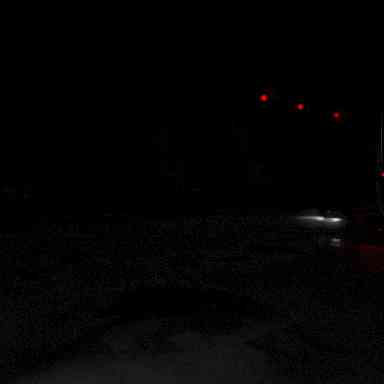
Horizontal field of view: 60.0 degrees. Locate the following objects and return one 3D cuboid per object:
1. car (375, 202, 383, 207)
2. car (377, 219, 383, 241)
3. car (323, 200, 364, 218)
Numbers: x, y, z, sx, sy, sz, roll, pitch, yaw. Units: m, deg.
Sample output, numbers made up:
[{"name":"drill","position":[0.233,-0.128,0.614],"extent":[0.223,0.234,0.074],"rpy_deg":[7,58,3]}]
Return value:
[{"name":"car","position":[22.404,1.614,37.062],"extent":[5.357,1.411,2.033],"rpy_deg":[0,0,-36]},{"name":"car","position":[10.358,1.554,15.433],"extent":[4.674,1.442,1.812],"rpy_deg":[0,0,-35]},{"name":"car","position":[14.313,1.554,31.352],"extent":[4.892,1.490,1.837],"rpy_deg":[0,0,-35]}]
